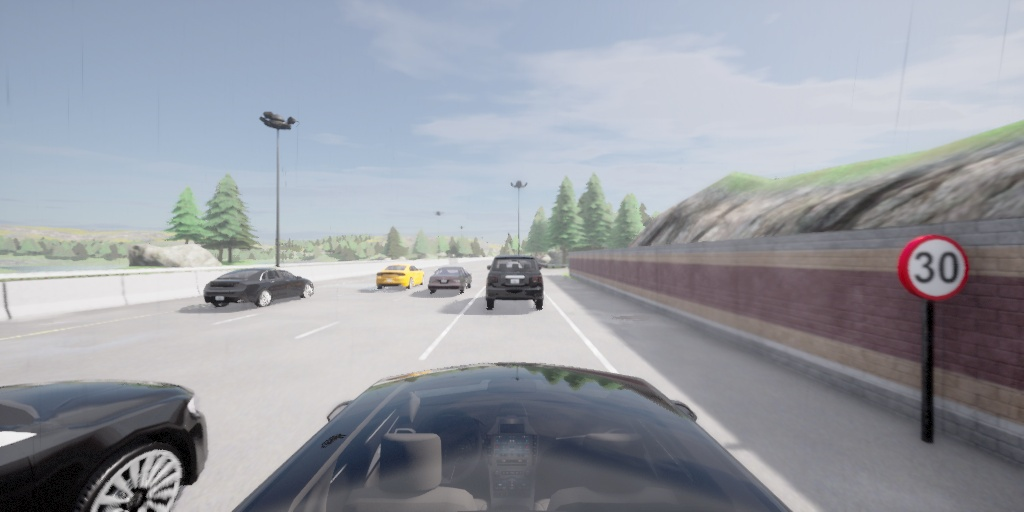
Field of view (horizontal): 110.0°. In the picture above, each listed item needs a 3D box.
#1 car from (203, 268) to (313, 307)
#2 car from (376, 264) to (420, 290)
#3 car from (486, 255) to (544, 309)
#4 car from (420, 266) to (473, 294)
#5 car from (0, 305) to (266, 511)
[{"bbox_3d":[-10.402,1.256,15.183,1.837,1.490,4.892,0,0,0],"label":"car"},{"bbox_3d":[-6.901,1.229,22.645,1.882,1.535,5.008,0,0,0],"label":"car"},{"bbox_3d":[0.099,0.973,15.133,2.150,2.045,5.566,0,0,0],"label":"car"},{"bbox_3d":[-3.402,1.299,20.395,2.033,1.411,5.357,0,0,0],"label":"car"},{"bbox_3d":[-3.396,1.242,0.921,2.128,1.511,4.902,0,0,0],"label":"car"}]
